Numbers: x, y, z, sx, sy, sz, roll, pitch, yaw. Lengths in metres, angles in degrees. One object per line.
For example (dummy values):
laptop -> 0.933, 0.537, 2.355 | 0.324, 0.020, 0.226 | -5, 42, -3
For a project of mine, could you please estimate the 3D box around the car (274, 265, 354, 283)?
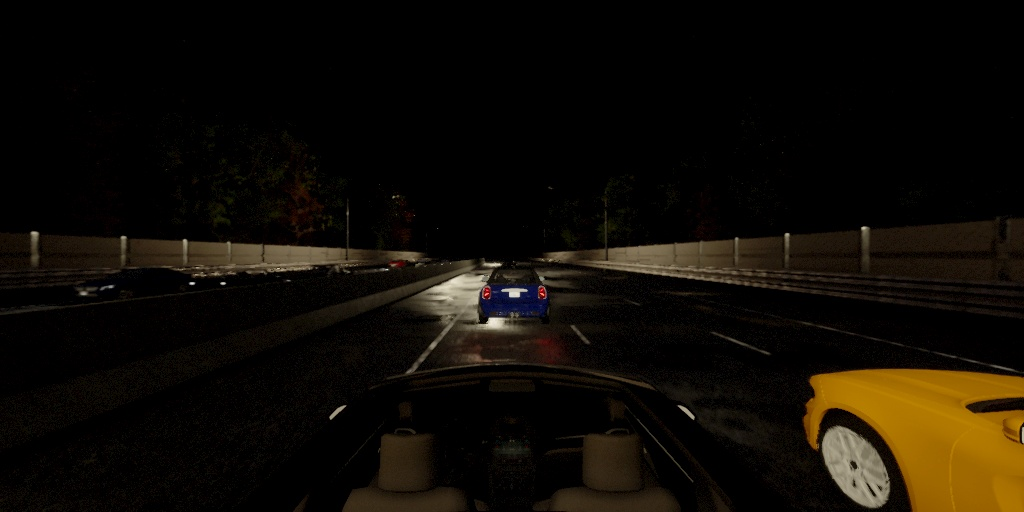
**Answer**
car -> -10.710, 1.250, 20.360 | 2.128, 1.511, 4.902 | 0, 0, -1

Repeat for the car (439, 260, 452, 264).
car -> -11.591, 1.318, 62.894 | 2.033, 1.411, 5.357 | 0, 0, -1

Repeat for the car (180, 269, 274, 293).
car -> -14.193, 1.359, 18.837 | 1.895, 1.301, 4.718 | 0, 0, -1

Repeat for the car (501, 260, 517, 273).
car -> -0.427, 1.271, 44.258 | 1.837, 1.490, 4.892 | 0, 0, -1

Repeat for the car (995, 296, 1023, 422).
car -> 7.091, 1.253, 2.132 | 1.837, 1.490, 4.892 | 0, 0, 0

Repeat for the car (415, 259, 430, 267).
car -> -15.022, 1.261, 60.407 | 2.128, 1.511, 4.902 | 0, 0, -1

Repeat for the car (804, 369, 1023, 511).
car -> 3.592, 1.226, 1.198 | 1.882, 1.535, 5.008 | 0, 0, 0

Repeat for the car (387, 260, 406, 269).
car -> -18.450, 1.293, 57.628 | 1.812, 1.442, 4.674 | 0, 0, -1

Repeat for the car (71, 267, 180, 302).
car -> -17.679, 1.285, 17.112 | 1.812, 1.442, 4.674 | 0, 0, -1

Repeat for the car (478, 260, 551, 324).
car -> 0.057, 1.106, 12.192 | 2.097, 1.767, 4.553 | 0, 0, 0
